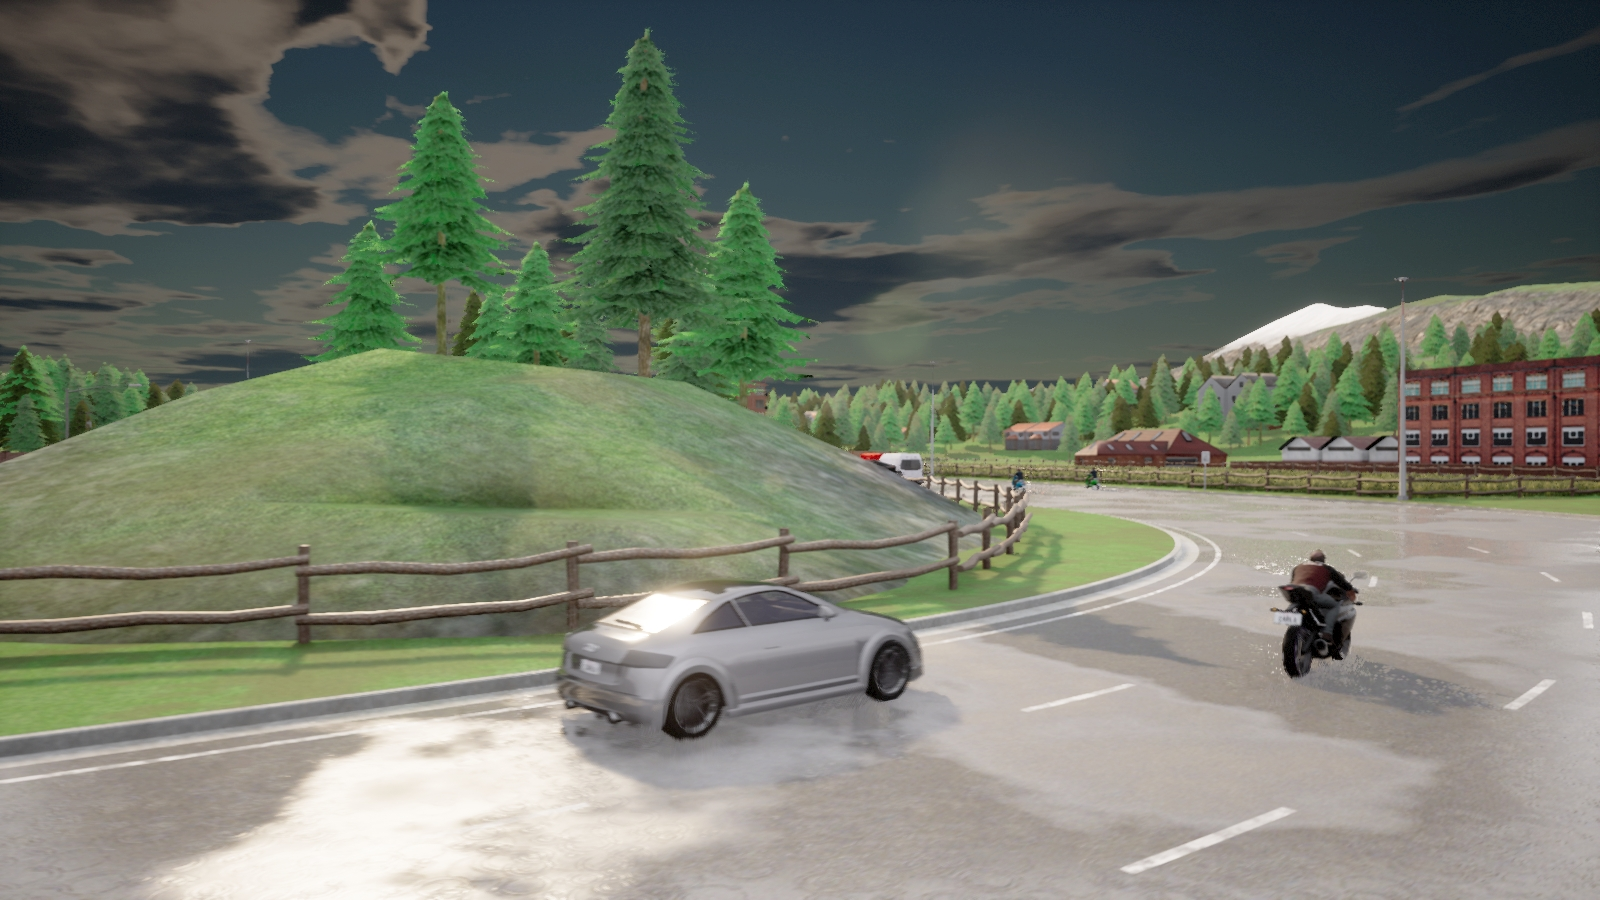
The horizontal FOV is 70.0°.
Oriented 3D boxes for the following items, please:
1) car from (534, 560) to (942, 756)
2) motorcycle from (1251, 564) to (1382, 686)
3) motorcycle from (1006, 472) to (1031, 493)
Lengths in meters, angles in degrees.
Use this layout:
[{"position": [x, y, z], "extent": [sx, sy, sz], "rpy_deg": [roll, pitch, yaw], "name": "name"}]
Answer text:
[{"position": [-0.572, 2.118, 12.646], "extent": [4.181, 1.385, 1.994], "rpy_deg": [0, 0, -41], "name": "car"}, {"position": [6.702, 2.202, 14.749], "extent": [0.867, 1.251, 2.209], "rpy_deg": [-2, -1, 42], "name": "motorcycle"}, {"position": [14.369, 2.134, 75.089], "extent": [0.856, 1.316, 1.805], "rpy_deg": [0, 0, -16], "name": "motorcycle"}]
